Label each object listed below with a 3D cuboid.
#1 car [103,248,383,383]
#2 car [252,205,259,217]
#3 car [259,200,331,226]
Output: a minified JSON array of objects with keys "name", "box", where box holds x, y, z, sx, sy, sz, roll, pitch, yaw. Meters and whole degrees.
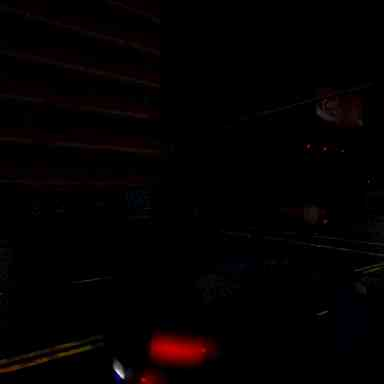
[{"name":"car","box":[1.162,1.526,4.570,4.674,1.442,1.812,0,0,-36]},{"name":"car","box":[7.301,1.563,29.471,1.994,1.385,4.181,0,0,-36]},{"name":"car","box":[7.350,1.351,23.414,2.097,1.767,4.553,0,0,-36]}]
